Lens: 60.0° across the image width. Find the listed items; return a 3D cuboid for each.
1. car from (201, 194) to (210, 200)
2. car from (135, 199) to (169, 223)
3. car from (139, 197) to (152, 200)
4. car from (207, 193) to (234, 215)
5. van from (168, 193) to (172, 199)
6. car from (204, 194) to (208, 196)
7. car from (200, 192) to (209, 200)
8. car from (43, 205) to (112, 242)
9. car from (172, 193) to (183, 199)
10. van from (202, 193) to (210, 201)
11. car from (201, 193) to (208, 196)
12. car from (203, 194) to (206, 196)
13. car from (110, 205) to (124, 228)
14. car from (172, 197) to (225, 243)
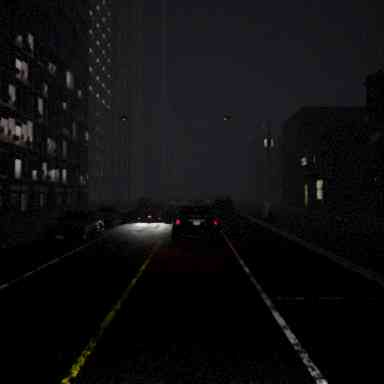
[{"bbox_3d":[3.303,1.199,81.877,1.967,1.590,4.097,1,0,0],"label":"car"},{"bbox_3d":[-2.921,1.502,24.954,1.994,1.385,4.181,0,0,0],"label":"car"},{"bbox_3d":[-5.398,1.342,38.376,1.967,1.590,4.097,1,0,0],"label":"car"},{"bbox_3d":[2.942,1.232,32.772,2.192,1.841,5.009,1,0,0],"label":"car"},{"bbox_3d":[-5.075,1.101,81.936,1.690,1.788,3.998,1,0,0],"label":"van"},{"bbox_3d":[3.061,1.432,49.410,1.947,1.339,4.313,1,0,0],"label":"car"},{"bbox_3d":[3.346,1.055,87.355,2.192,1.841,5.009,1,0,0],"label":"car"},{"bbox_3d":[-5.565,1.526,16.194,1.947,1.339,4.313,1,0,0],"label":"car"},{"bbox_3d":[-2.517,1.332,67.204,1.812,1.442,4.674,0,0,1],"label":"car"},{"bbox_3d":[3.265,1.119,76.400,1.690,1.788,3.998,1,0,0],"label":"van"},{"bbox_3d":[3.182,1.339,65.614,1.752,1.417,4.829,1,0,0],"label":"car"},{"bbox_3d":[3.102,1.414,54.954,1.947,1.339,4.313,1,0,0],"label":"car"},{"bbox_3d":[-5.524,1.528,21.739,1.802,1.307,4.206,1,0,0],"label":"car"},{"bbox_3d":[0.211,1.313,15.954,2.097,1.767,4.553,0,0,0],"label":"car"}]
